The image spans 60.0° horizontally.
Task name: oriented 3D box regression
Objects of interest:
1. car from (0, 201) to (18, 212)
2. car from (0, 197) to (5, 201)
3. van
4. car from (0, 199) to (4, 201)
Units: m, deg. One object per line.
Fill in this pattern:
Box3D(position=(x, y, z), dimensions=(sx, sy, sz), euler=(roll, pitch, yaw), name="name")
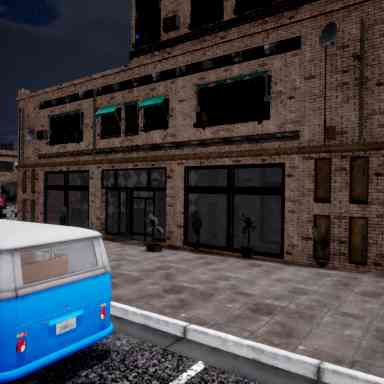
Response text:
Box3D(position=(-16.117, 1.793, 31.264), dimensions=(1.947, 1.339, 4.313), euler=(0, 0, 36), name="car")
Box3D(position=(-22.870, 1.411, 36.222), dimensions=(2.192, 1.841, 5.009), euler=(0, 0, 36), name="car")
Box3D(position=(-2.989, 1.340, 4.993), dimensions=(3.998, 1.788, 1.690), euler=(0, 1, 36), name="van")
Box3D(position=(-21.779, 1.684, 33.341), dimensions=(1.994, 1.385, 4.181), euler=(1, 0, 36), name="car")
